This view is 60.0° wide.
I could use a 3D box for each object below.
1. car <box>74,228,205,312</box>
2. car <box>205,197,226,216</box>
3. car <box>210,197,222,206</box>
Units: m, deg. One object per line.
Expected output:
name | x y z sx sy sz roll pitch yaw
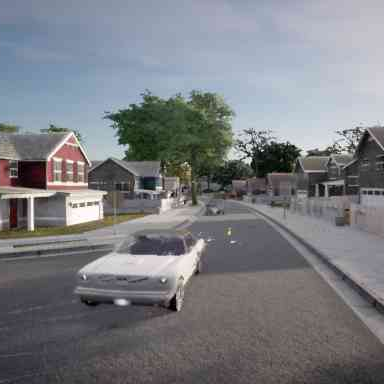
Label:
car | -0.866 1.602 7.936 1.895 1.301 4.718 0 0 9
car | 2.330 1.537 32.702 2.128 1.511 4.902 0 0 6
car | 4.167 1.634 58.184 1.994 1.385 4.181 0 0 2
